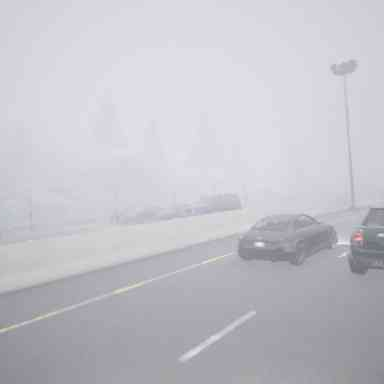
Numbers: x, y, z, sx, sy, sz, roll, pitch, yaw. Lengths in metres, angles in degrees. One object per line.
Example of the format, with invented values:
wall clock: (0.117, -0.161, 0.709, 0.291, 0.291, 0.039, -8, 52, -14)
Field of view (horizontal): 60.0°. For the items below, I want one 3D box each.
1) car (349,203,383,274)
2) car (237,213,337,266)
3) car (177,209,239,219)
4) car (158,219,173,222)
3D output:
car: (5.795, 1.000, 8.799, 2.097, 1.767, 4.553, -4, 0, 40)
car: (3.252, 1.393, 11.072, 1.994, 1.385, 4.181, -4, 0, 41)
car: (1.558, 1.226, 25.282, 2.150, 2.045, 5.566, -4, 0, 44)
car: (-0.983, 1.690, 27.619, 1.837, 1.490, 4.892, -4, 0, 44)
